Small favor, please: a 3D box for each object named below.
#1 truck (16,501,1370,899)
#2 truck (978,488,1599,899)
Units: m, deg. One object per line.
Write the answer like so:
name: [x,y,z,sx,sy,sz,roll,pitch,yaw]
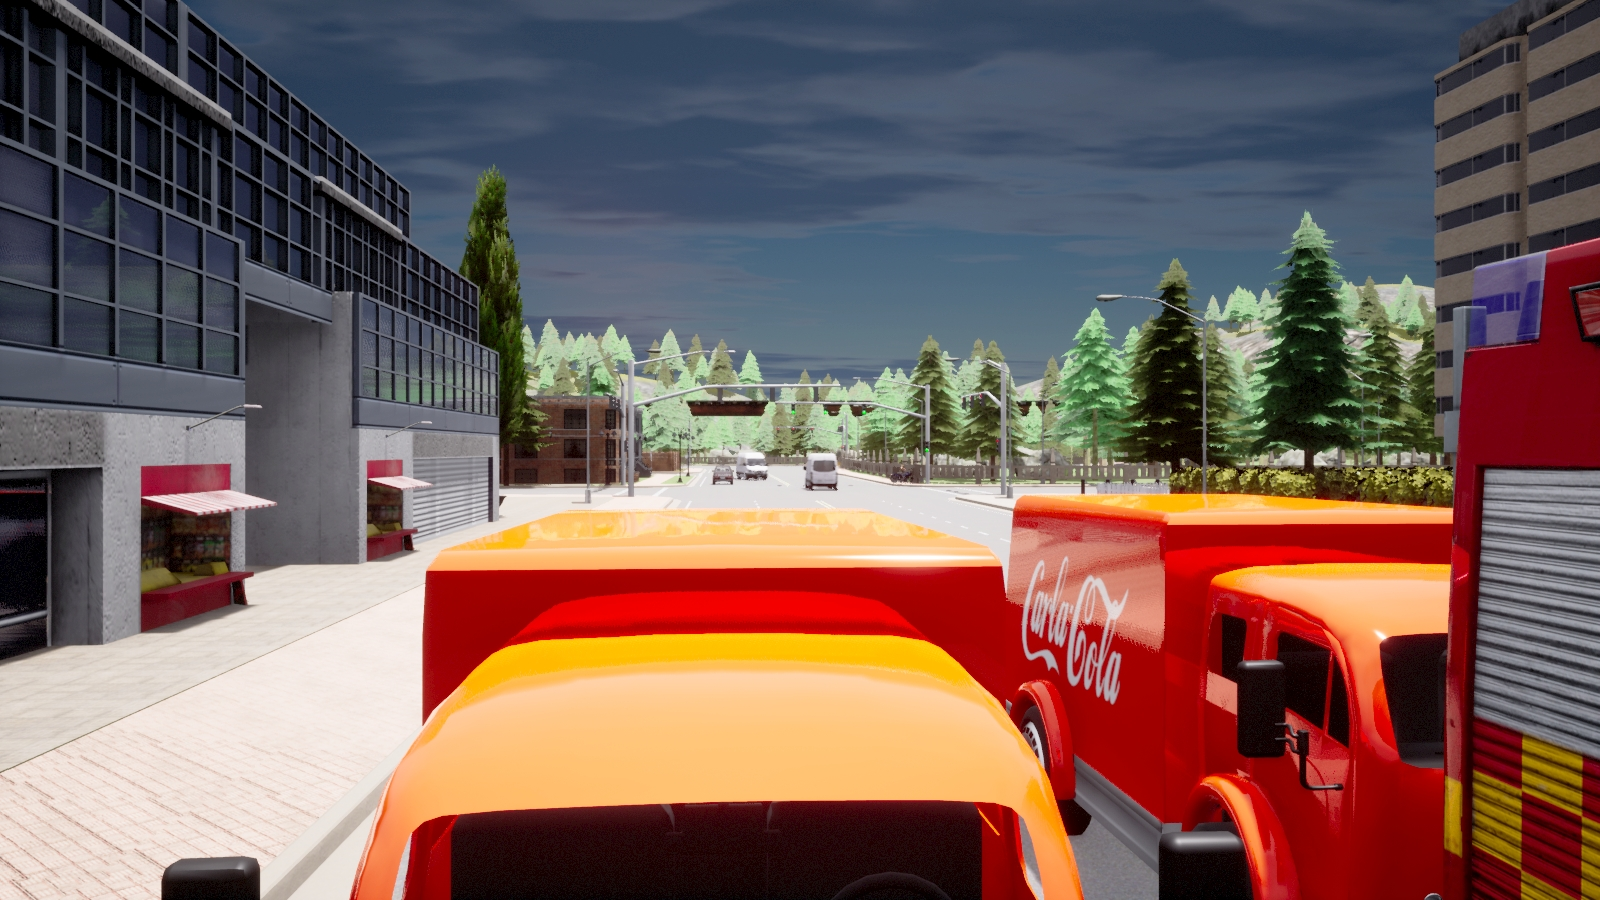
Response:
truck: [-0.347,1.568,4.821,2.627,2.467,5.204,0,0,-4]
truck: [3.003,1.568,7.234,2.627,2.467,5.204,0,0,-4]
